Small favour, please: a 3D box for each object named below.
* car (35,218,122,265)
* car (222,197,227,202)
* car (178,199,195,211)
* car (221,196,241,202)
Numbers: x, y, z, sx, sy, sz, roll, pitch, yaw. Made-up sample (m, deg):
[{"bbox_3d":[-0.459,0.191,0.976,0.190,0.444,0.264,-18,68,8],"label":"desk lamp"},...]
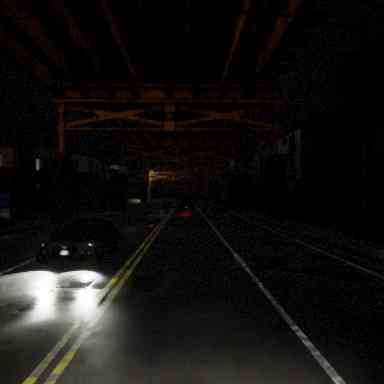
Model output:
[{"bbox_3d":[-3.790,1.623,11.794,1.994,1.385,4.181,0,0,-1],"label":"car"},{"bbox_3d":[10.553,1.726,89.809,4.536,1.218,1.853,0,0,29],"label":"car"},{"bbox_3d":[-0.724,1.716,43.485,1.837,1.490,4.892,0,0,-1],"label":"car"},{"bbox_3d":[10.508,1.884,89.833,4.974,1.542,2.038,0,0,29],"label":"car"}]
